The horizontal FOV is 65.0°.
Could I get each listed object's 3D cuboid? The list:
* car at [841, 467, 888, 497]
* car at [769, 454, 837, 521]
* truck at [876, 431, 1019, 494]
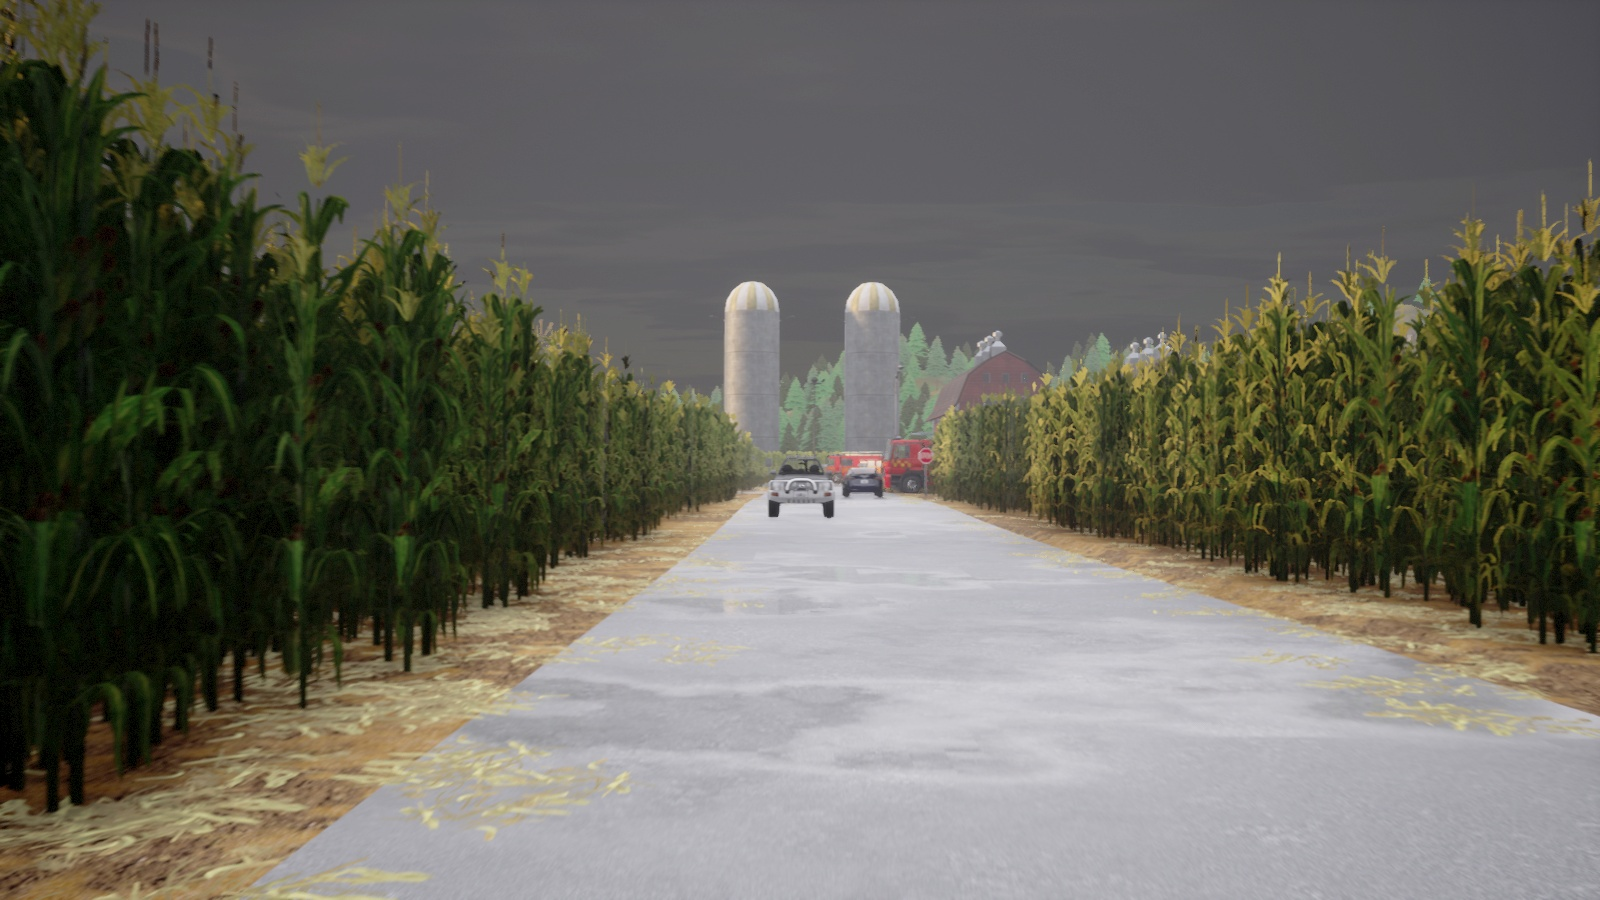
[{"bbox_3d":[3.249,1.613,64.200,2.163,1.488,4.792,0,-1,0],"label":"car"},{"bbox_3d":[0.087,1.067,37.950,1.932,1.855,4.605,0,0,0],"label":"car"},{"bbox_3d":[9.126,0.798,78.238,8.468,3.827,2.891,0,-1,-1],"label":"truck"}]
